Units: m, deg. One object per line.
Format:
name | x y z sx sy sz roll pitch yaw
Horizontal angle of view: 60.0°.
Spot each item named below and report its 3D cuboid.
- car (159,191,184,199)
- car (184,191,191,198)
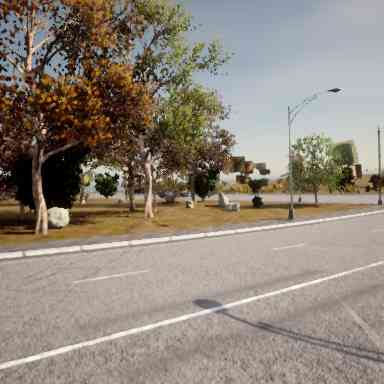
car | -4.623 0.707 67.202 2.033 1.411 5.357 -4 2 -39
car | -1.903 0.491 69.395 1.812 1.442 4.674 -4 2 -39
